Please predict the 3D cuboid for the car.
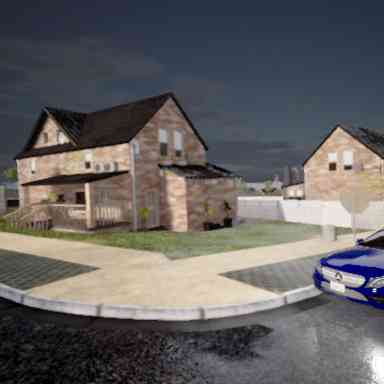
[{"bbox_3d":[4.739,1.454,7.067,4.674,1.442,1.812,0,0,-26],"label":"car"}]
